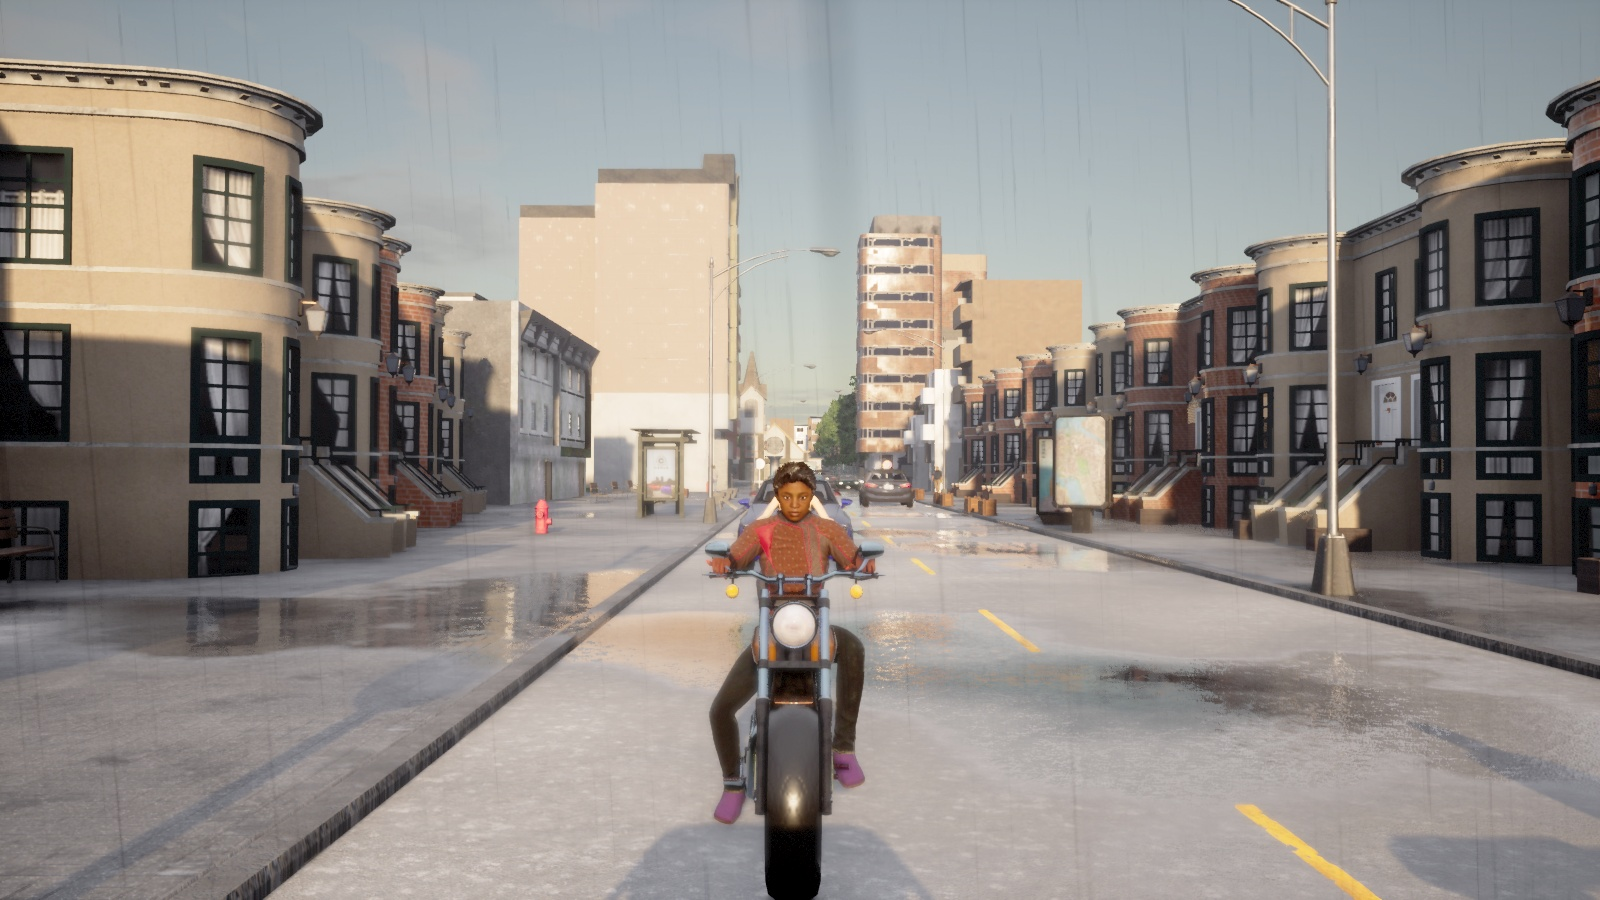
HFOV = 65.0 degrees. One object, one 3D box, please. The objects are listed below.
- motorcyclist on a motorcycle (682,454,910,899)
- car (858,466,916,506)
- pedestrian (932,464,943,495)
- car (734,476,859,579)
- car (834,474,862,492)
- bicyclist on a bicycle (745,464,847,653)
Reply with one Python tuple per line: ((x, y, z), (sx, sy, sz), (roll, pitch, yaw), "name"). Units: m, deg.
((-0.019, 0.856, 5.428), (0.766, 1.649, 2.350), (0, -1, 0), "motorcyclist on a motorcycle")
((3.819, 1.584, 56.134), (2.242, 1.667, 4.611), (0, -1, 0), "car")
((8.319, 1.762, 75.853), (0.540, 1.848, 0.694), (0, -1, 15), "pedestrian")
((-0.067, 1.170, 20.390), (1.816, 1.474, 4.193), (0, -1, 0), "car")
((3.639, 2.505, 95.793), (1.895, 1.301, 4.718), (0, -1, 0), "car")
((-0.038, 0.944, 11.512), (0.866, 1.612, 1.509), (0, -1, 0), "bicyclist on a bicycle")
